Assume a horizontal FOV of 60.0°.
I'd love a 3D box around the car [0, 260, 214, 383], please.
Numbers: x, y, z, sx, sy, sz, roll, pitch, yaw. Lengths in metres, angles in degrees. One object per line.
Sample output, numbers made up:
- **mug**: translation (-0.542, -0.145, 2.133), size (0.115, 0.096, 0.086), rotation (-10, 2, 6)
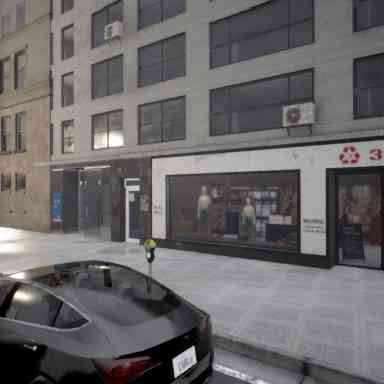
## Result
- **car**: translation (-1.755, 1.566, 4.218), size (4.313, 1.339, 1.947), rotation (0, 0, 36)
